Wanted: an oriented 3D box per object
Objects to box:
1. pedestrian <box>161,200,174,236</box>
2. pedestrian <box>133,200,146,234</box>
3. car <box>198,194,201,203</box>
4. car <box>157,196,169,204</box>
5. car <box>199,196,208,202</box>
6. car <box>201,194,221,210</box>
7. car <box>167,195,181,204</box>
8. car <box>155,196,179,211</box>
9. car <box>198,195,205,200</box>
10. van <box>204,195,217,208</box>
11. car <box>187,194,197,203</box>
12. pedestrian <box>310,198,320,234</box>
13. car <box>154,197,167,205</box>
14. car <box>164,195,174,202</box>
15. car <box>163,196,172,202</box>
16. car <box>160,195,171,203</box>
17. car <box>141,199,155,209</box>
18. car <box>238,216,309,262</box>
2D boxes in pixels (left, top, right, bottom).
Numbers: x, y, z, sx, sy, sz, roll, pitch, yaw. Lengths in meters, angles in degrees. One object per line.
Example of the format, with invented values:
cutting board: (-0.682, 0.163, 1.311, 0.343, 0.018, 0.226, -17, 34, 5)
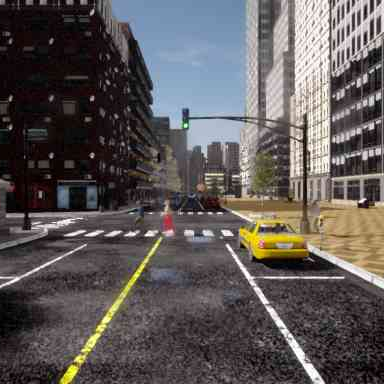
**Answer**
pedestrian: (-1.240, 1.305, 17.119, 0.375, 1.860, 0.375, 0, 0, 0)
pedestrian: (-2.802, 1.312, 17.657, 0.375, 1.860, 0.375, 0, 0, 0)
car: (2.675, 1.367, 66.297, 2.192, 1.841, 5.009, 0, 0, 0)
car: (-5.704, 1.597, 66.295, 1.887, 1.381, 4.507, 0, 0, 0)
car: (2.674, 1.618, 77.351, 1.887, 1.381, 4.507, 0, 0, 0)
car: (2.678, 1.336, 44.192, 2.192, 1.841, 5.009, 0, 0, 0)
car: (-3.094, 1.507, 52.078, 1.882, 1.535, 5.008, 0, 0, 0)
car: (-3.104, 1.566, 41.892, 2.033, 1.411, 5.357, 0, 0, 0)
car: (2.672, 1.633, 94.101, 1.752, 1.417, 4.829, 0, 0, 0)
van: (2.677, 1.368, 49.717, 1.690, 1.788, 3.998, 0, 0, 0)
car: (-0.012, 1.618, 73.383, 1.994, 1.385, 4.181, 0, 0, 0)
pedestrian: (6.093, 1.144, 16.459, 0.375, 1.860, 0.375, 0, 0, 0)
car: (-5.703, 1.594, 60.769, 2.008, 1.369, 4.403, 0, 0, 0)
car: (-5.708, 1.524, 82.876, 1.967, 1.590, 4.097, 0, 0, 0)
car: (-5.706, 1.655, 77.350, 1.802, 1.307, 4.206, 0, 0, 0)
car: (-5.706, 1.503, 71.823, 1.967, 1.590, 4.097, 0, 0, 0)
car: (-5.700, 1.571, 44.190, 2.008, 1.369, 4.403, 0, 0, 0)
car: (2.684, 1.526, 11.948, 1.752, 1.417, 4.829, 0, 0, 0)
